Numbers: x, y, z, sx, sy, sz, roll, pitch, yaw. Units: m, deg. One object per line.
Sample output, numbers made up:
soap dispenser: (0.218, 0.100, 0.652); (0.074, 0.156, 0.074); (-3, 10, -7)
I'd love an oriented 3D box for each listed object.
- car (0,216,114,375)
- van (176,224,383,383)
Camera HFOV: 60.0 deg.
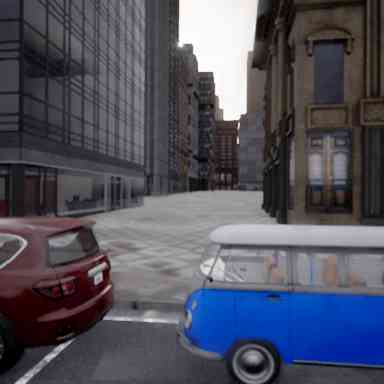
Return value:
car: (-3.698, 1.312, 5.070); (5.009, 1.841, 2.192); (0, 0, 8)
van: (1.898, 1.340, 4.292); (3.998, 1.788, 1.690); (0, 0, 8)
